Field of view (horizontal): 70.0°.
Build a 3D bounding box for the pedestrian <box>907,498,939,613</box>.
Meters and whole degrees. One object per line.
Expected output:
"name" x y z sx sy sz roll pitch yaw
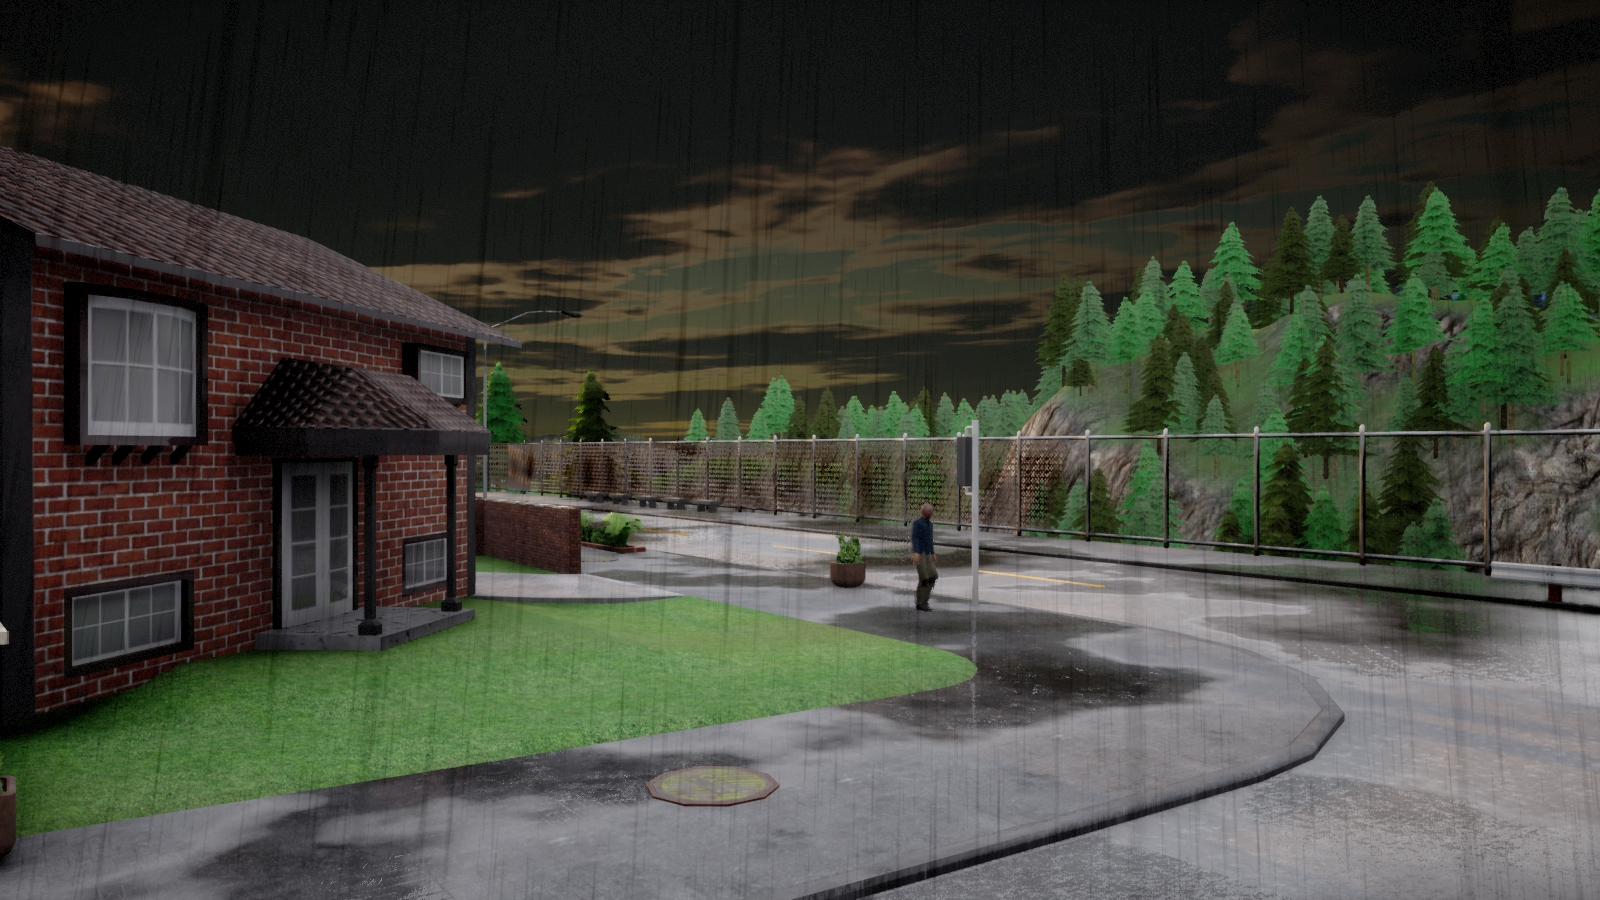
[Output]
"pedestrian" 2.046 1.745 18.987 0.375 1.860 0.375 0 0 41
